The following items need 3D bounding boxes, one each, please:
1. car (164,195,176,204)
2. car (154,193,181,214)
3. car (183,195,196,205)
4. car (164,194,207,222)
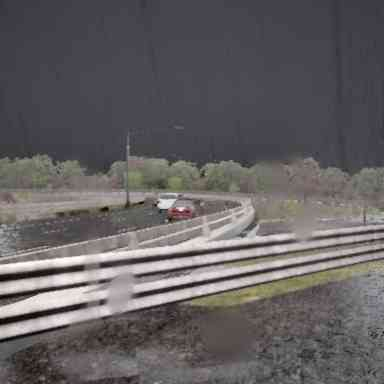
[{"bbox_3d":[-4.122,1.316,61.062,2.128,1.511,4.902,0,0,-4],"label":"car"},{"bbox_3d":[-1.892,1.123,34.526,2.150,2.045,5.566,0,0,10],"label":"car"},{"bbox_3d":[-0.425,1.333,57.341,2.128,1.511,4.902,0,0,-1],"label":"car"},{"bbox_3d":[-0.240,1.280,25.687,2.097,1.767,4.553,0,0,15],"label":"car"}]
